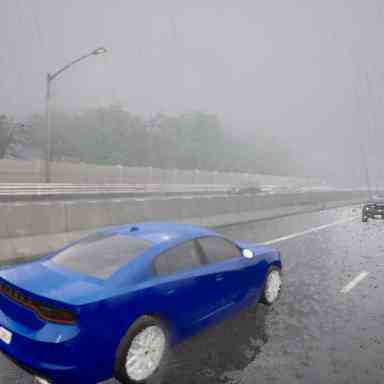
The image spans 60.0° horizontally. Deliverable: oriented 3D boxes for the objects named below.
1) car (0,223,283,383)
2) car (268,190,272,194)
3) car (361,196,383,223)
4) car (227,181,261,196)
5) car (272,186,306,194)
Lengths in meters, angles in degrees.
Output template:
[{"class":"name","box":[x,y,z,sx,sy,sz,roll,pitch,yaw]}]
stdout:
[{"class":"car","box":[-0.282,1.232,5.216,1.882,1.535,5.008,4,3,39]},{"class":"car","box":[11.301,0.029,41.661,2.128,1.511,4.902,4,3,39]},{"class":"car","box":[11.280,0.999,19.304,1.837,1.490,4.892,4,3,39]},{"class":"car","box":[6.621,-0.383,41.455,2.150,2.045,5.566,4,3,39]},{"class":"car","box":[11.098,0.316,35.929,2.033,1.411,5.357,4,3,39]}]
